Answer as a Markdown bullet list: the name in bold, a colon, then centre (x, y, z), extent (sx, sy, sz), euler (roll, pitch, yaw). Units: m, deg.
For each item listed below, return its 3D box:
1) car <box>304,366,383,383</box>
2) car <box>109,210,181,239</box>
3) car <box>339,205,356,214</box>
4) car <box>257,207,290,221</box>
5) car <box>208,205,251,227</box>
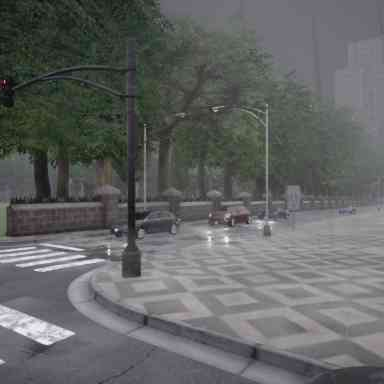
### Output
- **car**: centre (2.454, 1.551, 1.218), extent (4.403, 1.369, 2.008), euler (0, 0, 35)
- **car**: centre (-2.626, 1.833, 19.618), extent (1.837, 1.490, 4.892), euler (0, -1, 35)
- **car**: centre (24.836, 2.782, 53.107), extent (2.033, 1.411, 5.357), euler (0, -1, 34)
- **car**: centre (8.991, 2.294, 36.129), extent (2.033, 1.411, 5.357), euler (0, -1, 35)
- **car**: centre (3.208, 1.888, 27.913), extent (2.097, 1.767, 4.553), euler (0, -1, 35)
